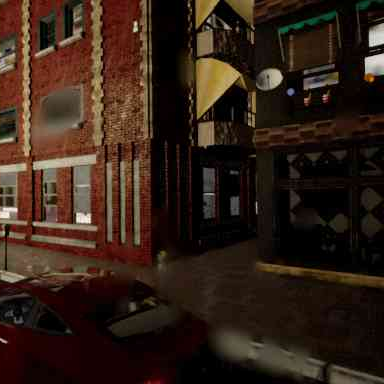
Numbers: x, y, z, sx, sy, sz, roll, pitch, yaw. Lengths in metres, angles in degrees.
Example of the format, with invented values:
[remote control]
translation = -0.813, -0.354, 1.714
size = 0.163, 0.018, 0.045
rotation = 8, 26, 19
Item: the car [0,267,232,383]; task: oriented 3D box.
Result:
[car]
translation = -1.551, 1.583, 3.959
size = 4.206, 1.307, 1.802
rotation = 0, -1, 36
